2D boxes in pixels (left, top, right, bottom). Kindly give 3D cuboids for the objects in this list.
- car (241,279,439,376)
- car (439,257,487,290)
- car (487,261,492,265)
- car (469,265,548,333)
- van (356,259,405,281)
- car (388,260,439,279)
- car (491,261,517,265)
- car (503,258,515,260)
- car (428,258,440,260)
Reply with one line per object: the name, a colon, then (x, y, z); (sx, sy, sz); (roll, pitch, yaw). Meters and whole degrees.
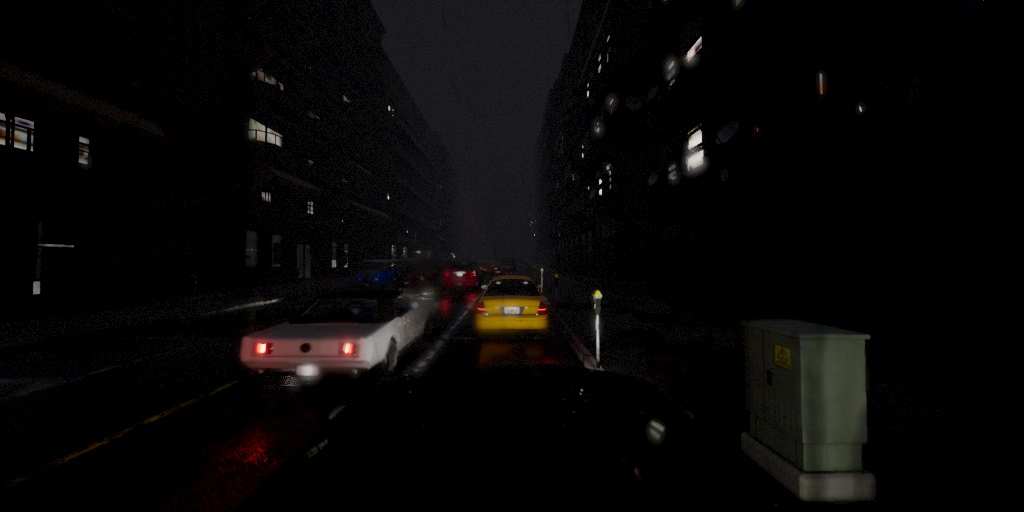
car: (-2.922, 1.354, 7.374); (1.895, 1.301, 4.718); (0, 0, 0)
car: (-3.021, 1.121, 22.997); (2.097, 1.767, 4.553); (0, 0, 0)
car: (-2.922, 1.280, 40.109); (1.882, 1.535, 5.008); (0, 0, 0)
car: (0.004, 1.212, 10.693); (1.801, 1.575, 5.366); (0, 0, 0)
van: (-8.335, 1.108, 22.603); (1.690, 1.789, 3.998); (0, 0, 0)
car: (-5.869, 1.245, 22.525); (1.882, 1.535, 5.008); (0, 0, 0)
car: (-0.452, 1.322, 28.072); (1.888, 1.381, 4.507); (0, 0, 0)
car: (-0.445, 1.240, 39.134); (1.967, 1.591, 4.097); (0, 0, 0)
car: (-8.335, 1.115, 39.194); (2.192, 1.841, 5.009); (0, 0, 0)
